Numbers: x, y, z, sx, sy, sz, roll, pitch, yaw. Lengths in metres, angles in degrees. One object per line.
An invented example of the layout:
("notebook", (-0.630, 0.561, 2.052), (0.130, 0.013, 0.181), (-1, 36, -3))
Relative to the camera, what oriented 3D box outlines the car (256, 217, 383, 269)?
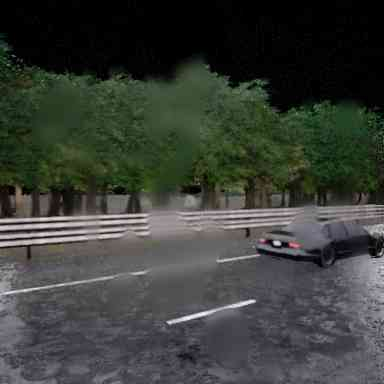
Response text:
("car", (4.616, 1.577, 11.288), (5.357, 1.411, 2.033), (0, 0, -34))
